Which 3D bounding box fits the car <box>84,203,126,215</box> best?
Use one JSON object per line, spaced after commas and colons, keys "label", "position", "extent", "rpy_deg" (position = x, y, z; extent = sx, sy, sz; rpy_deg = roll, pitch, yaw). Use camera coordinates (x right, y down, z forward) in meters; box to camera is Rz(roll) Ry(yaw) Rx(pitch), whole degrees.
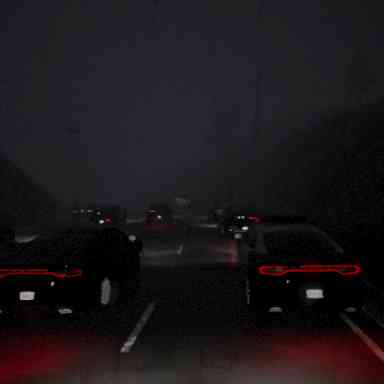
{"label": "car", "position": [-5.826, 1.608, 23.438], "extent": [1.837, 1.490, 4.892], "rpy_deg": [-1, 0, -2]}

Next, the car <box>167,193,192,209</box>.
{"label": "car", "position": [-1.518, 1.166, 44.932], "extent": [2.150, 2.045, 5.566], "rpy_deg": [-2, 0, -12]}

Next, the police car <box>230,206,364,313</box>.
{"label": "police car", "position": [2.067, 1.354, 7.716], "extent": [1.930, 1.638, 5.238], "rpy_deg": [-1, 0, 4]}

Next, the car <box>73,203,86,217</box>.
{"label": "car", "position": [-9.990, 1.742, 31.803], "extent": [2.033, 1.411, 5.357], "rpy_deg": [-2, 0, -7]}

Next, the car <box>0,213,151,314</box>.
{"label": "car", "position": [-2.497, 1.526, 7.885], "extent": [1.882, 1.535, 5.008], "rpy_deg": [-1, 0, 4]}

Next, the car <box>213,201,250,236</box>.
{"label": "car", "position": [2.385, 1.404, 17.808], "extent": [1.837, 1.490, 4.892], "rpy_deg": [-2, 0, 0]}

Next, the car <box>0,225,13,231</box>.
{"label": "car", "position": [-9.210, 1.738, 13.607], "extent": [1.812, 1.442, 4.674], "rpy_deg": [-1, 0, 2]}

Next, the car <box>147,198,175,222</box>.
{"label": "car", "position": [-2.488, 1.514, 26.049], "extent": [1.837, 1.490, 4.892], "rpy_deg": [-1, 0, -4]}

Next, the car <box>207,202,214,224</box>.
{"label": "car", "position": [2.214, 1.368, 23.930], "extent": [1.882, 1.535, 5.008], "rpy_deg": [-2, 0, -3]}
